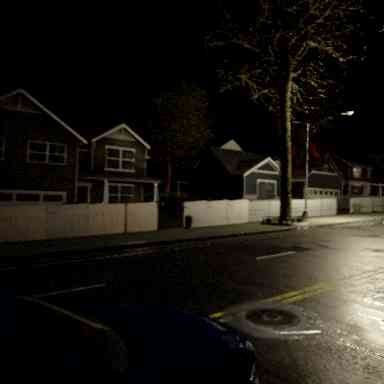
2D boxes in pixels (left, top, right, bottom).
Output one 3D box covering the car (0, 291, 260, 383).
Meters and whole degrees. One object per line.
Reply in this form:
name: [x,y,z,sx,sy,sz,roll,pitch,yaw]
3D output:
car: [-1.672,1.478,2.246,5.008,1.535,1.882,0,0,-35]
